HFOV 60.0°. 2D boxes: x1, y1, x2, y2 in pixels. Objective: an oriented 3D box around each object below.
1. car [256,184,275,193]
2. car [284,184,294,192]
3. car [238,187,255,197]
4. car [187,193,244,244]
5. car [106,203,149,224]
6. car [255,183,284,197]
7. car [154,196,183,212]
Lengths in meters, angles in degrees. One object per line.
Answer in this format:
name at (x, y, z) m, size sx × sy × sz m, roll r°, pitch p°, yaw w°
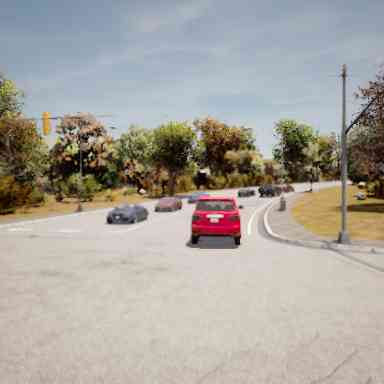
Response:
car at (13.673, -0.631, 61.801) m, size 1.812 × 1.442 × 4.674 m, roll 0°, pitch 4°, yaw 33°
car at (17.347, -0.710, 61.092) m, size 1.812 × 1.442 × 4.674 m, roll 0°, pitch 4°, yaw 33°
car at (8.742, -0.028, 52.862) m, size 2.128 × 1.511 × 4.902 m, roll 0°, pitch 4°, yaw 28°
car at (1.282, 1.216, 15.986) m, size 2.150 × 2.045 × 5.566 m, roll 0°, pitch 0°, yaw 8°
car at (-4.607, 1.479, 24.288) m, size 1.994 × 1.385 × 4.181 m, roll 0°, pitch 1°, yaw 11°
car at (12.157, -0.333, 51.868) m, size 2.150 × 2.045 × 5.566 m, roll 0°, pitch 4°, yaw 28°
car at (-2.293, 1.177, 34.030) m, size 1.812 × 1.442 × 4.674 m, roll 0°, pitch 2°, yaw 16°
